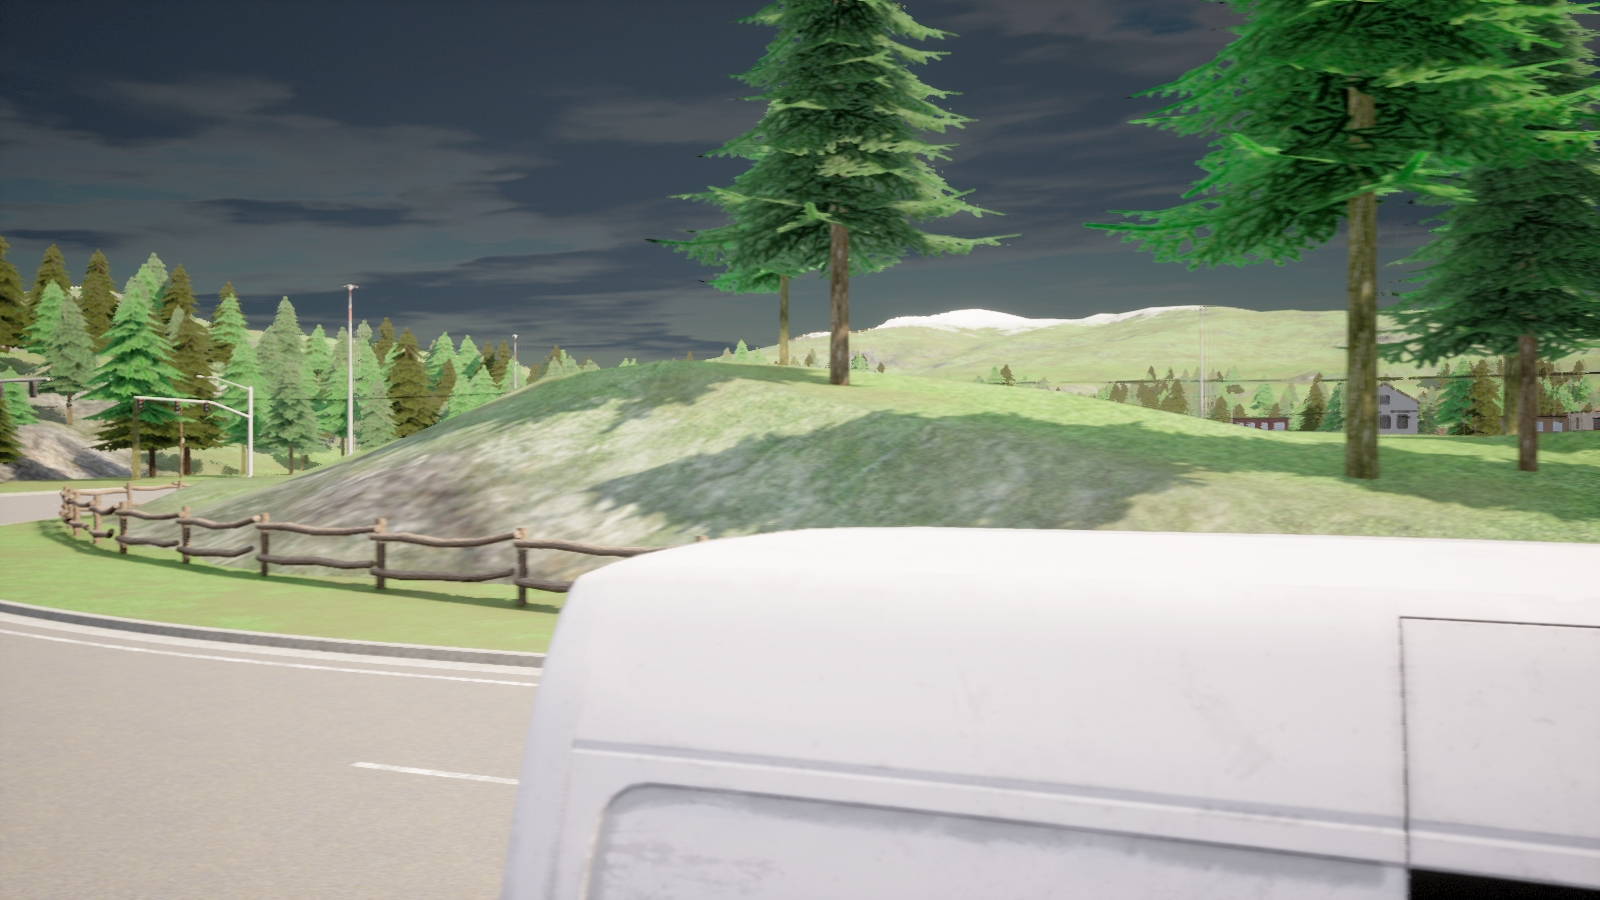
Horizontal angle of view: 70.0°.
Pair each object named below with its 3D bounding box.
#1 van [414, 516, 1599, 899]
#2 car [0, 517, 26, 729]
[{"bbox_3d":[2.272,1.535,2.455,5.915,2.561,1.988,0,0,20],"label":"van"},{"bbox_3d":[-11.233,1.748,12.069,6.274,2.098,2.390,0,0,28],"label":"car"}]
